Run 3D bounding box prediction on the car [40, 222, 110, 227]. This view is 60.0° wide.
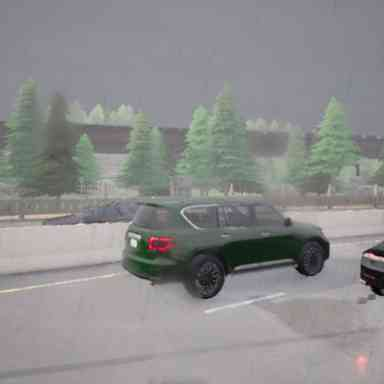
[{"bbox_3d":[-4.918,1.443,17.313,5.357,1.411,2.033,0,0,-32],"label":"car"}]

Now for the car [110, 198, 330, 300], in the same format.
[{"bbox_3d":[1.048,1.164,8.433,5.566,2.045,2.150,0,0,-32],"label":"car"}]

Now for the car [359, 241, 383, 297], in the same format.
[{"bbox_3d":[5.638,1.437,7.038,4.902,1.511,2.128,0,0,-30],"label":"car"}]

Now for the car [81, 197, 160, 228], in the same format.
[{"bbox_3d":[-4.598,1.221,21.486,4.553,1.767,2.097,0,0,-30],"label":"car"}]

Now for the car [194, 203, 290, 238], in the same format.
[{"bbox_3d":[2.715,1.387,17.611,4.892,1.490,1.837,0,0,-28],"label":"car"}]
